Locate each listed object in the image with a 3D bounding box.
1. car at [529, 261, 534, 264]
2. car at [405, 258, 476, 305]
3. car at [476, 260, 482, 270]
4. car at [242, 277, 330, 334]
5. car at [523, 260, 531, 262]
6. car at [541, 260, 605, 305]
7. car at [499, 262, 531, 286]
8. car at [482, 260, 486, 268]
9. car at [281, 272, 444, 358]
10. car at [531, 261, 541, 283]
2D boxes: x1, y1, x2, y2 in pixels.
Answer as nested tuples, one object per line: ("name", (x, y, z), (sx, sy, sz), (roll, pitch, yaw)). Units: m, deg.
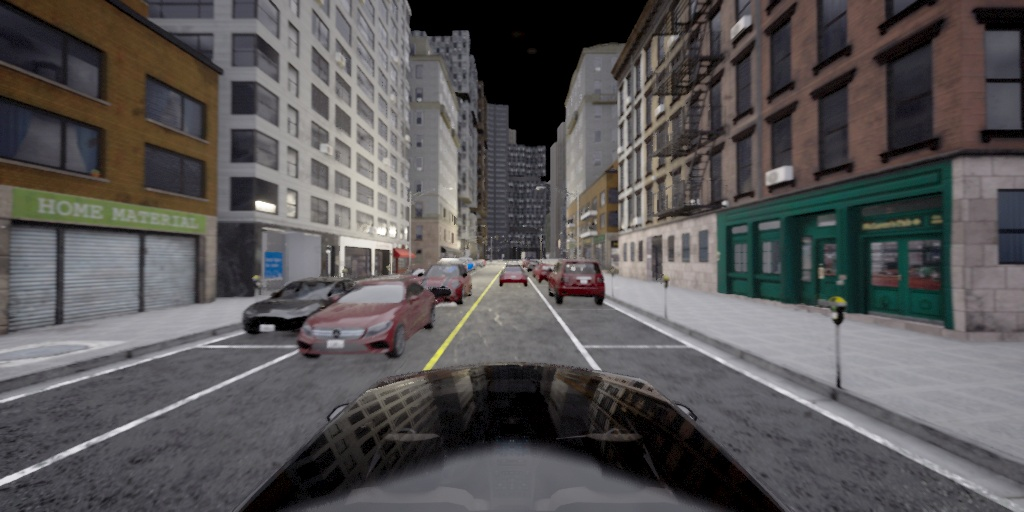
("car", (2.756, 1.355, 33.055), (1.802, 1.307, 4.207), (0, 0, 0))
("car", (-3.003, 1.113, 16.027), (2.097, 1.767, 4.553), (0, 0, 0))
("car", (-5.774, 1.328, 49.882), (2.007, 1.370, 4.403), (0, 0, 0))
("car", (-5.764, 1.322, 10.616), (1.948, 1.339, 4.313), (0, 0, 0))
("car", (2.754, 1.343, 44.274), (1.948, 1.339, 4.313), (0, 0, 0))
("car", (2.760, 1.077, 16.227), (2.192, 1.841, 5.009), (0, 0, 0))
("car", (0.096, 1.333, 25.633), (1.994, 1.385, 4.181), (0, 0, 0))
("car", (-5.776, 1.329, 61.101), (2.007, 1.370, 4.403), (0, 0, 0))
("car", (-3.070, 1.281, 8.606), (1.812, 1.442, 4.674), (0, 0, 0))
("car", (2.758, 1.315, 27.445), (1.888, 1.381, 4.507), (0, 0, 0))
